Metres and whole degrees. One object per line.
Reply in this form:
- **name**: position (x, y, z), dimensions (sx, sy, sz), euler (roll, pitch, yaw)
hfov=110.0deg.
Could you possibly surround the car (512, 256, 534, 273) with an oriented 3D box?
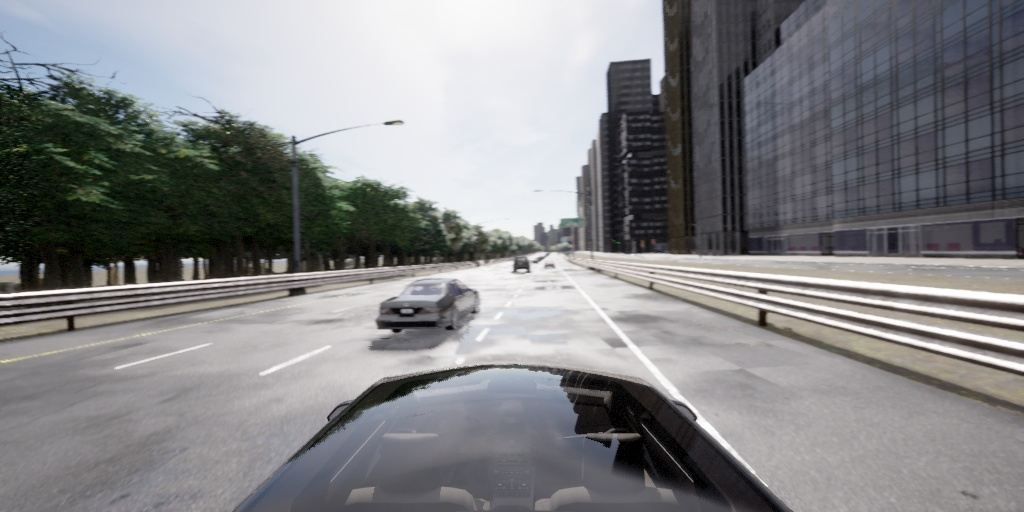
- **car**: position (1.316, 1.098, 46.987), dimensions (2.150, 2.045, 5.566), euler (-2, 0, 6)

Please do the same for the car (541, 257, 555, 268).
- **car**: position (6.440, 1.357, 61.699), dimensions (1.895, 1.301, 4.718), euler (-2, 0, 6)

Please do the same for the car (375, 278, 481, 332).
- **car**: position (-2.332, 1.411, 11.354), dimensions (2.033, 1.411, 5.357), euler (-2, 0, 6)
